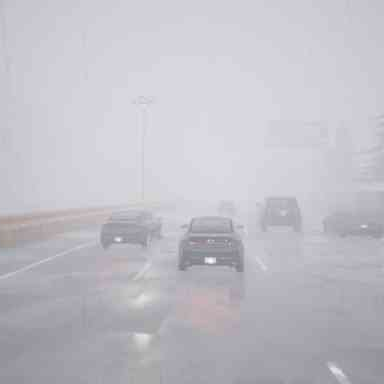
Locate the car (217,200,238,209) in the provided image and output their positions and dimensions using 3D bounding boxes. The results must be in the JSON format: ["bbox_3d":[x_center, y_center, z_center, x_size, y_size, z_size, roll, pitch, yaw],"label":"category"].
[{"bbox_3d":[3.601,1.550,34.102,1.837,1.490,4.892,0,0,8],"label":"car"}]

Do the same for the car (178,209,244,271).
[{"bbox_3d":[0.662,1.518,10.990,1.837,1.490,4.892,0,0,4],"label":"car"}]

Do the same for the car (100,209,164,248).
[{"bbox_3d":[-2.503,1.513,14.765,1.837,1.490,4.892,0,0,6],"label":"car"}]

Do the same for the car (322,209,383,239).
[{"bbox_3d":[8.435,1.607,17.845,1.994,1.385,4.181,0,0,7],"label":"car"}]

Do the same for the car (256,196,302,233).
[{"bbox_3d":[5.185,1.257,20.249,2.150,2.045,5.566,0,0,8],"label":"car"}]
